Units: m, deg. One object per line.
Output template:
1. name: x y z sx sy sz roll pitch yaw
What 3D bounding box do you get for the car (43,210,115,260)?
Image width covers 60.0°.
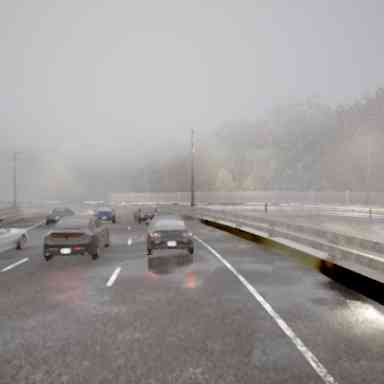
1. car: -4.420 1.699 13.302 1.837 1.490 4.892 0 0 -7

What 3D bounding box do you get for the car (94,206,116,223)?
1. car: -7.715 1.940 29.345 1.812 1.442 4.674 0 -1 -16

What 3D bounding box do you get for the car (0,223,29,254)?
1. car: -7.827 1.795 12.374 1.895 1.301 4.718 0 -1 -7

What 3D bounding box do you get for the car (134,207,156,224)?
1. car: -3.957 1.995 28.891 1.895 1.301 4.718 0 -1 -15

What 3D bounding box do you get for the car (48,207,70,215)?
1. car: -10.958 1.974 27.972 1.994 1.385 4.181 0 -1 -15

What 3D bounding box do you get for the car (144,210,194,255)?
1. car: -1.029 1.717 14.270 1.812 1.442 4.674 0 -1 -8
